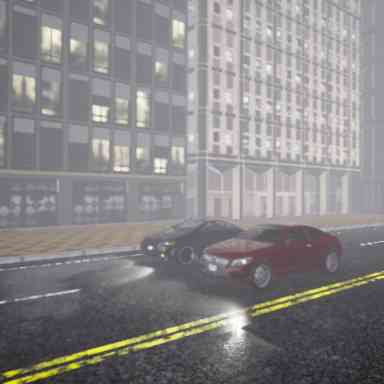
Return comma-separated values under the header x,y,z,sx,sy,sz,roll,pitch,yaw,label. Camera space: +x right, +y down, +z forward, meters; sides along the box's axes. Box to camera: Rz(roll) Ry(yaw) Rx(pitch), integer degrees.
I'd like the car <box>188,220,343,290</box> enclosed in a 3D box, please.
x,y,z,sx,sy,sz,roll,pitch,yaw,label
2.405,1.592,9.386,4.674,1.442,1.812,1,0,-35,car

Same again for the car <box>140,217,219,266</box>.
x,y,z,sx,sy,sz,roll,pitch,yaw,label
0.292,1.628,11.866,4.181,1.385,1.994,1,0,-36,car
